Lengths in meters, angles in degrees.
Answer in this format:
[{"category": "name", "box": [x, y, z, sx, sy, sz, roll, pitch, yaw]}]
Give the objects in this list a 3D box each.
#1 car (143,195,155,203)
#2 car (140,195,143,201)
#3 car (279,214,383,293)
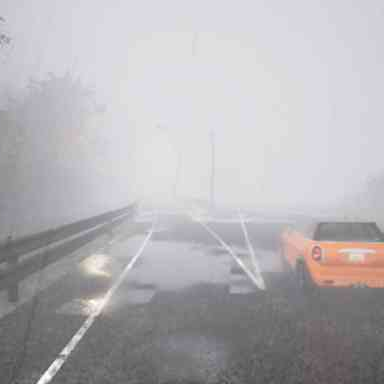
[{"category": "car", "box": [-9.639, 1.722, 77.262, 1.812, 1.442, 4.674, 0, 0, -14]}, {"category": "car", "box": [-12.314, 1.482, 87.210, 2.097, 1.767, 4.553, 0, 0, -16]}, {"category": "car", "box": [3.676, 1.378, 9.023, 2.097, 1.767, 4.553, 0, 0, 7]}]
